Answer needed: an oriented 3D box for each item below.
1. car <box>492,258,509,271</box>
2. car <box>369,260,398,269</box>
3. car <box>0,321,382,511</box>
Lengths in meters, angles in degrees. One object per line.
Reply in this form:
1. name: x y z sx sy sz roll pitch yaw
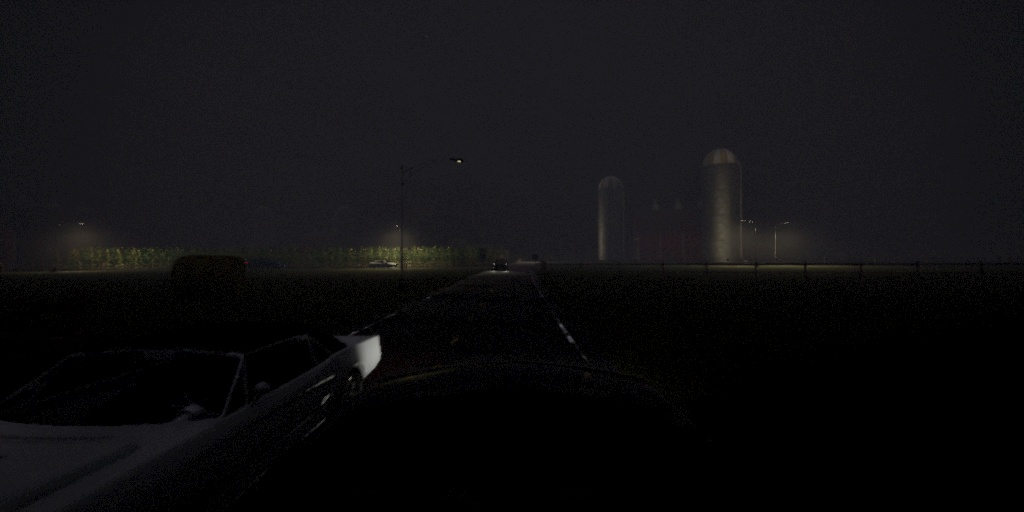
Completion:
1. car: -1.546 1.115 50.140 2.097 1.767 4.553 0 0 3
2. car: -21.637 1.453 60.423 4.674 1.442 1.812 1 -1 -3
3. car: -2.838 1.350 3.004 1.895 1.301 4.718 0 0 0
